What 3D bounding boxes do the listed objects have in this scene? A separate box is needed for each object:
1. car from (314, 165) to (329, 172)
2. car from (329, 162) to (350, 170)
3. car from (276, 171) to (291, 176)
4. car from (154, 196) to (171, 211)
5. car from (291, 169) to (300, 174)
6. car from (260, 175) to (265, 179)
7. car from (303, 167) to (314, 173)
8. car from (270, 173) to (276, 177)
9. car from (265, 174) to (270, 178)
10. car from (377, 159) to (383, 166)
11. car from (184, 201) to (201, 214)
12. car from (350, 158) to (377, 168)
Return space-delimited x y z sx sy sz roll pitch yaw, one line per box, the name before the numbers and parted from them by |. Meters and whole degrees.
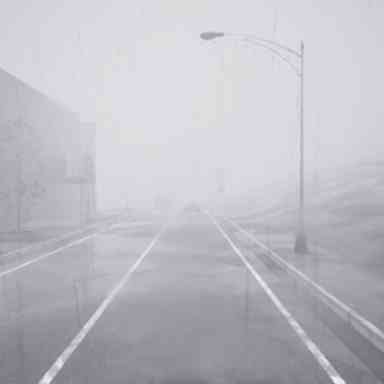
car | 22.111 -3.663 53.836 2.002 1.452 4.674 0 1 -2
car | 22.461 -3.619 48.298 2.097 1.535 5.008 0 1 -4
car | 21.517 -4.068 75.834 2.185 1.767 4.553 0 0 -1
car | -4.174 1.552 46.984 2.150 2.045 5.566 0 -1 -7
car | 21.752 -3.844 64.896 2.231 1.521 4.892 0 0 -1
car | 21.159 -4.207 92.519 2.185 1.767 4.553 0 0 -1
car | 21.879 -3.783 59.378 2.231 1.521 4.892 0 1 -1
car | 21.400 -3.949 81.327 2.002 1.452 4.674 0 0 -1
car | 21.278 -4.164 87.000 2.185 1.767 4.553 0 0 -1
car | 23.546 -3.417 37.101 2.163 1.488 4.792 0 1 -6
car | 0.074 1.698 37.700 1.812 1.442 4.674 0 -1 -1
car | 22.928 -3.660 42.793 2.185 1.767 4.553 0 1 -5
